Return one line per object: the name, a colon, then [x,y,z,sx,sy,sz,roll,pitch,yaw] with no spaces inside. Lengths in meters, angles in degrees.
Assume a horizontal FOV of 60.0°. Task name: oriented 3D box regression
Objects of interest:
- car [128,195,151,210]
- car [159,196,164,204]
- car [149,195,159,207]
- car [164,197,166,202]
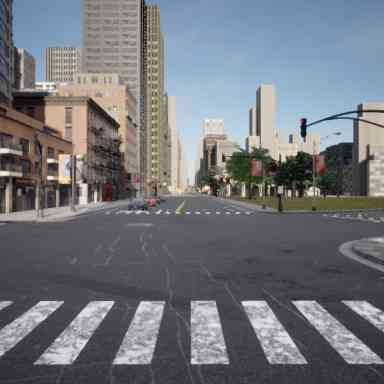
car: [-6.659,1.484,41.507,1.812,1.442,4.674,0,0,0]
car: [-6.631,1.492,59.610,1.994,1.385,4.181,0,0,0]
car: [-6.643,1.295,50.559,2.097,1.767,4.553,0,0,0]
car: [-6.557,1.502,69.742,1.895,1.301,4.718,0,0,0]
